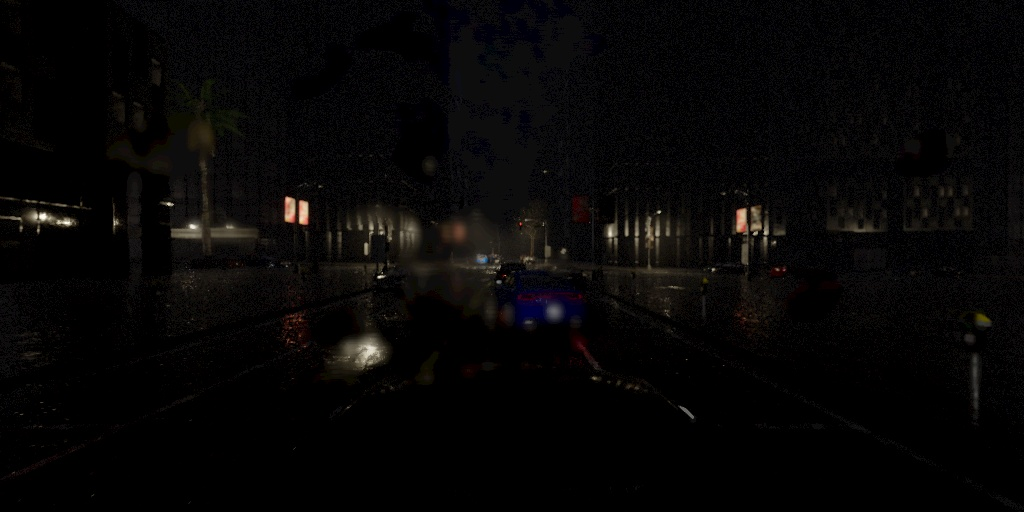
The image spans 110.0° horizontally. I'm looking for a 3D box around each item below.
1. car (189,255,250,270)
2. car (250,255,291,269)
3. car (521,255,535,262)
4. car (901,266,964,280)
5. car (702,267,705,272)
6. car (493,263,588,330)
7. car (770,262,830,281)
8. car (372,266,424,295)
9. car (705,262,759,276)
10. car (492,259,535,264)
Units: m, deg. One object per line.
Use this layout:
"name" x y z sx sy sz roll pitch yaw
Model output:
"car" -28.015 0.614 34.077 4.181 1.385 1.994 1 0 0
"car" -26.082 0.616 37.318 5.357 1.411 2.033 1 0 0
"car" 2.959 0.905 60.700 2.007 1.370 4.403 0 0 1
"car" 47.782 1.907 40.445 4.902 1.511 2.128 1 0 1
"car" 25.577 1.537 43.846 4.181 1.385 1.994 1 0 0
"car" 0.618 1.163 11.013 1.882 1.535 5.008 0 0 -9
"car" 27.225 1.405 33.890 4.553 1.767 2.097 1 0 0
"car" -5.761 1.185 18.522 2.007 1.370 4.403 0 0 0
"car" 25.219 1.474 40.598 4.902 1.511 2.128 1 0 0
"car" 0.069 1.131 19.721 1.837 1.490 4.892 0 0 0
